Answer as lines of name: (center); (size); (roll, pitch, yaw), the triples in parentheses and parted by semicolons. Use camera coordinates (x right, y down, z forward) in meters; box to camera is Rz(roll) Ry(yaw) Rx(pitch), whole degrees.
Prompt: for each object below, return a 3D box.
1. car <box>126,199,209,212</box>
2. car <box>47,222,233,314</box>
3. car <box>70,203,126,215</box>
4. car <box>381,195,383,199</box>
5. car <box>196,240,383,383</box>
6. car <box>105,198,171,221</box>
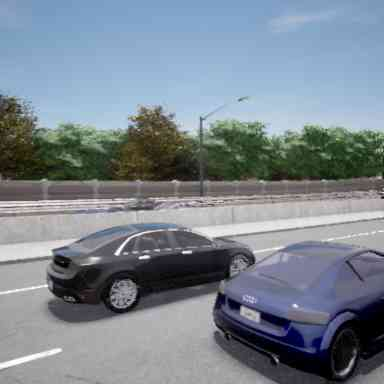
car: (-1.121, 1.346, 20.310); (4.902, 1.511, 2.128); (-1, 1, -35)
car: (-0.634, 1.457, 7.575); (4.892, 1.490, 1.837); (-1, 0, -35)
car: (-5.450, 1.485, 21.557); (4.718, 1.301, 1.895); (-1, 1, -35)
car: (30.691, 0.496, 50.093); (5.357, 1.411, 2.033); (-3, 2, -32)
car: (2.380, 1.508, 5.418); (4.181, 1.385, 1.994); (-1, 1, -35)
car: (-4.295, 1.331, 26.628); (4.892, 1.490, 1.837); (-1, 1, -35)
